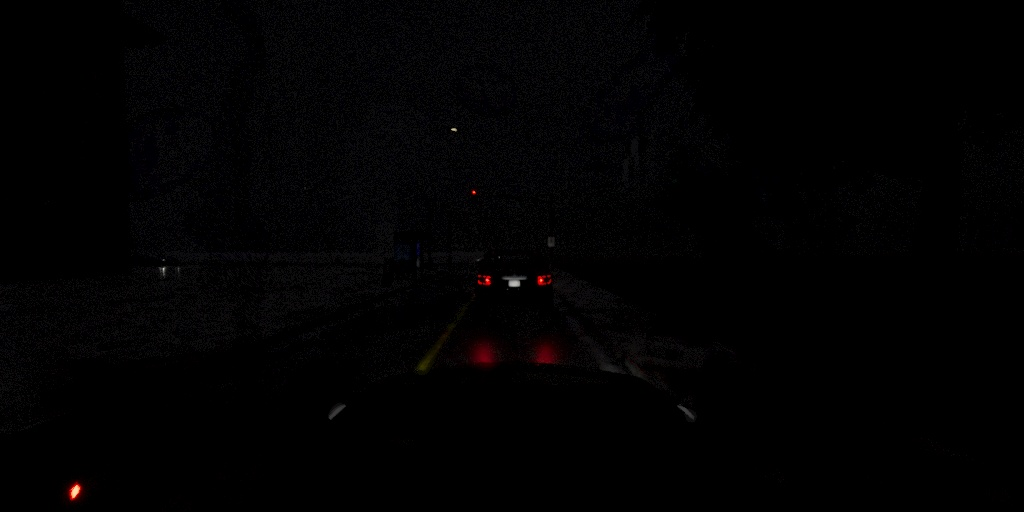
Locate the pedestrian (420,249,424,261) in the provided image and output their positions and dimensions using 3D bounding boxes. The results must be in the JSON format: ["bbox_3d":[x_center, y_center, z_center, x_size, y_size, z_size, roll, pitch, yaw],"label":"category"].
[{"bbox_3d":[-10.254,-0.172,40.570,0.375,1.860,0.375,0,2,1],"label":"pedestrian"}]

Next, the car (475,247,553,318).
[{"bbox_3d":[0.052,0.718,11.814,2.150,2.045,5.566,0,2,0],"label":"car"}]

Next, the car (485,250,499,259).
[{"bbox_3d":[-3.308,-0.241,60.734,2.033,1.411,5.357,0,2,0],"label":"car"}]

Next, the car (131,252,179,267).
[{"bbox_3d":[-35.207,0.331,34.877,4.674,1.442,1.812,0,2,1],"label":"car"}]
